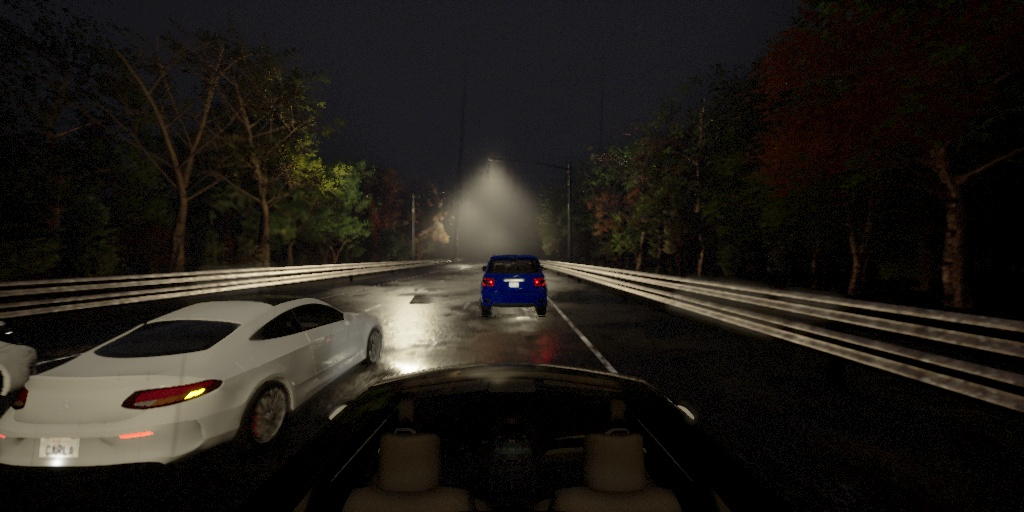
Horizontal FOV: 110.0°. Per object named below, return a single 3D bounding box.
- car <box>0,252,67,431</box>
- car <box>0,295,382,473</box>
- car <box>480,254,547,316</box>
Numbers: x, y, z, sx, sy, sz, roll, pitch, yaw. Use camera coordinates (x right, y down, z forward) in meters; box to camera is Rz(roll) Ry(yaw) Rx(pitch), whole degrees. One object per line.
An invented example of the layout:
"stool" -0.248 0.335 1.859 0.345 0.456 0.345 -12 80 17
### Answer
"car" -6.918 0.972 1.919 2.150 2.045 5.566 0 0 0
"car" -3.401 1.272 5.000 1.812 1.442 4.674 0 0 0
"car" 0.041 0.956 13.411 2.150 2.045 5.566 0 0 0
